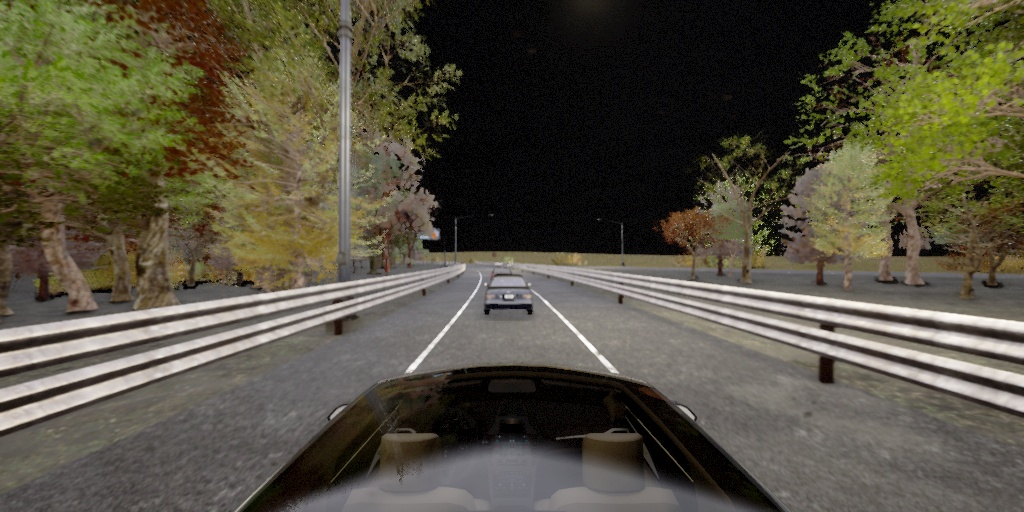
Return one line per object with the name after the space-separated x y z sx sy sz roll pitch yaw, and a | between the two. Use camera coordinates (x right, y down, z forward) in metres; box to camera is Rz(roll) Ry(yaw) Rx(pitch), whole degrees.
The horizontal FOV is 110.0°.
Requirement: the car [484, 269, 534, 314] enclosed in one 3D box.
-0.164 1.423 14.447 2.033 1.411 5.357 0 -1 -1 | car
